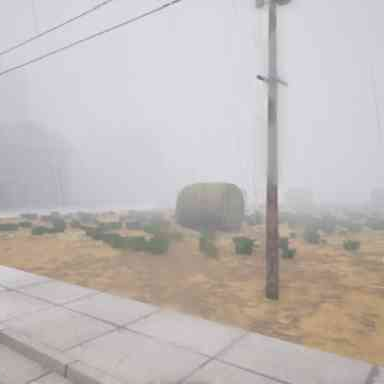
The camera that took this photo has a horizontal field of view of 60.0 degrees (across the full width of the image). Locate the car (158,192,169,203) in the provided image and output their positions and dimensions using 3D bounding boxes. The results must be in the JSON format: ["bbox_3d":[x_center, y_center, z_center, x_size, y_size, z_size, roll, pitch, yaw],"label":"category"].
[{"bbox_3d":[-5.224,1.014,61.832,1.905,1.878,3.866,6,1,-8],"label":"car"}]
